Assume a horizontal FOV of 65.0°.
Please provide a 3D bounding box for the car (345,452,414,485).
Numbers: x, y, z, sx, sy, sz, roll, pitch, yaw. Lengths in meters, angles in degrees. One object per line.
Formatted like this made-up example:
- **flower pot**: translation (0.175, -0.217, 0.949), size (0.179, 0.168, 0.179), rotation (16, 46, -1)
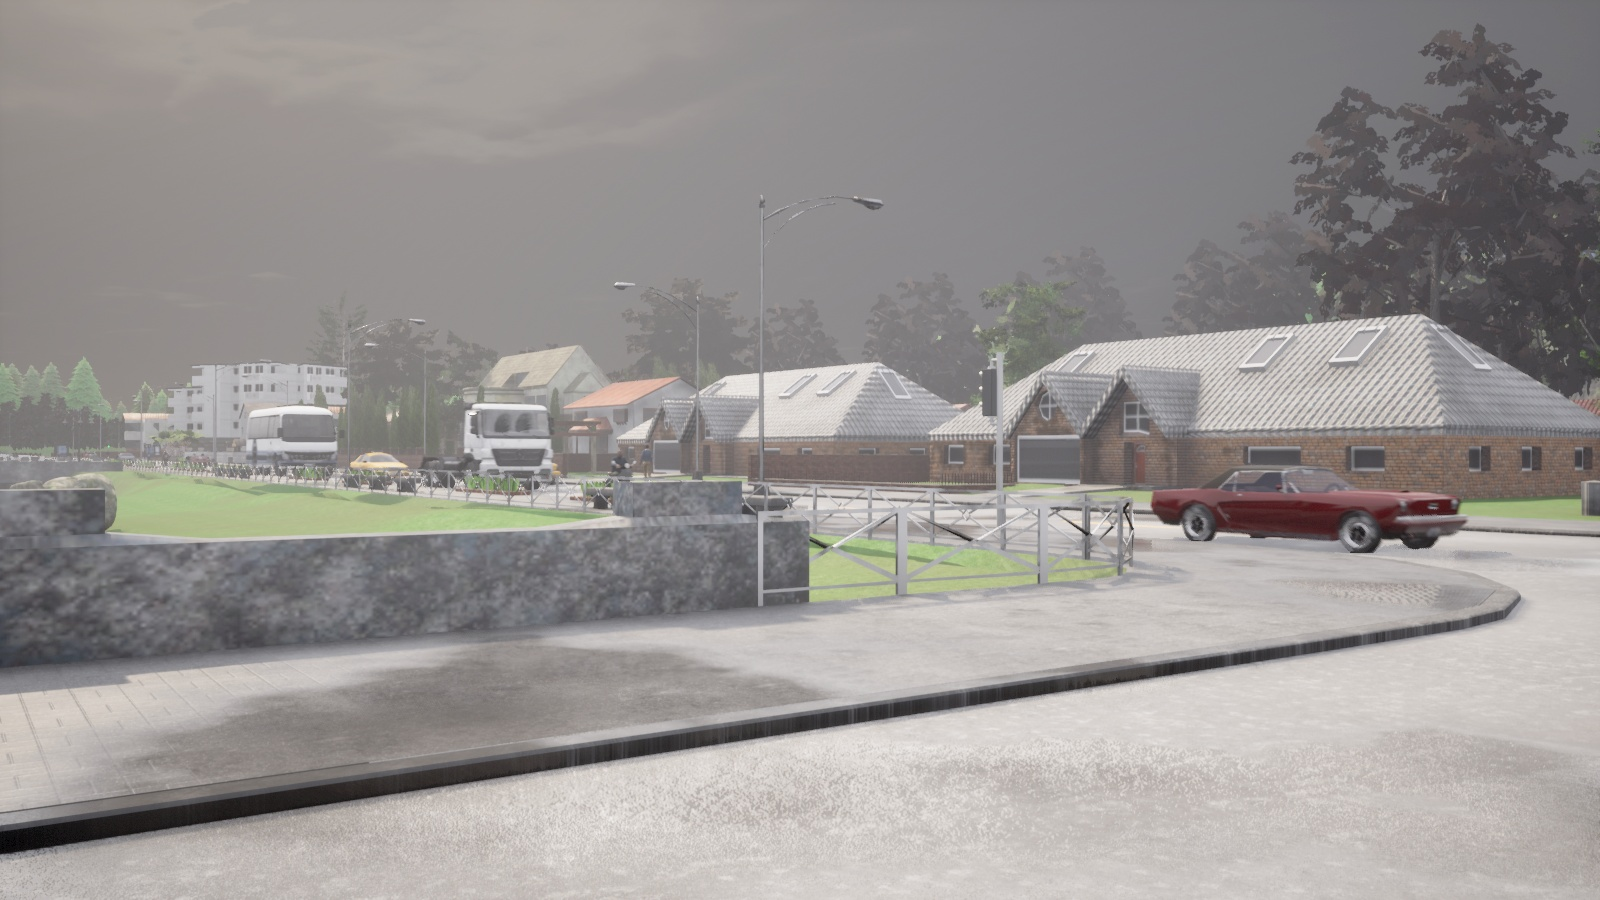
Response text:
- **car**: translation (-20.920, 0.879, 62.289), size (1.801, 1.575, 5.366), rotation (0, 0, -35)

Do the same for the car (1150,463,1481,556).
- **car**: translation (8.207, 0.876, 20.452), size (1.895, 1.301, 4.718), rotation (0, 0, -35)

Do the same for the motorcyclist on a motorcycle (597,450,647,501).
- **motorcyclist on a motorcycle**: translation (-5.740, 0.808, 40.490), size (0.866, 1.590, 1.817), rotation (0, 0, -35)

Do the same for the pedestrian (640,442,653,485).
- **pedestrian**: translation (-7.076, 0.609, 57.928), size (0.423, 1.949, 0.788), rotation (0, 0, -19)

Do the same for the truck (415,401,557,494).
- **truck**: translation (-12.792, -0.088, 50.616), size (2.891, 3.462, 7.936), rotation (0, 0, -35)

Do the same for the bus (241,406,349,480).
- **bus**: translation (-31.032, -0.379, 76.810), size (3.944, 4.253, 10.273), rotation (0, 0, -35)
